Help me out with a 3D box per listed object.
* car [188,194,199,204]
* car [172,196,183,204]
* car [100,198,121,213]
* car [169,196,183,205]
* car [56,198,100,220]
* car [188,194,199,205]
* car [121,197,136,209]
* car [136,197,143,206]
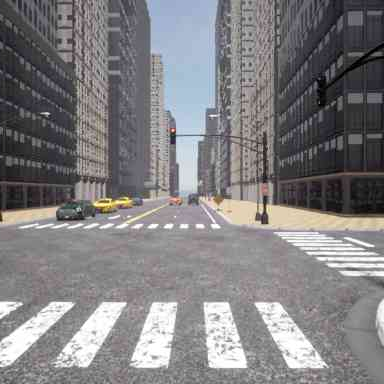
[{"bbox_3d":[0.281,1.361,70.361,2.150,2.045,5.566,0,0,0],"label":"car"},{"bbox_3d":[-2.971,1.633,70.131,2.128,1.511,4.902,0,0,0],"label":"car"},{"bbox_3d":[-9.741,1.516,37.423,1.882,1.535,5.008,0,0,0],"label":"car"},{"bbox_3d":[-2.971,1.452,59.942,2.097,1.767,4.553,0,0,0],"label":"car"},{"bbox_3d":[-9.766,1.374,28.236,2.097,1.767,4.553,0,0,0],"label":"car"},{"bbox_3d":[0.278,1.606,60.154,1.837,1.490,4.892,0,0,0],"label":"car"},{"bbox_3d":[-9.707,1.538,47.105,1.882,1.535,5.008,0,0,0],"label":"car"},{"bbox_3d":[-9.635,1.640,57.752,2.033,1.411,5.357,0,0,1],"label":"car"}]
